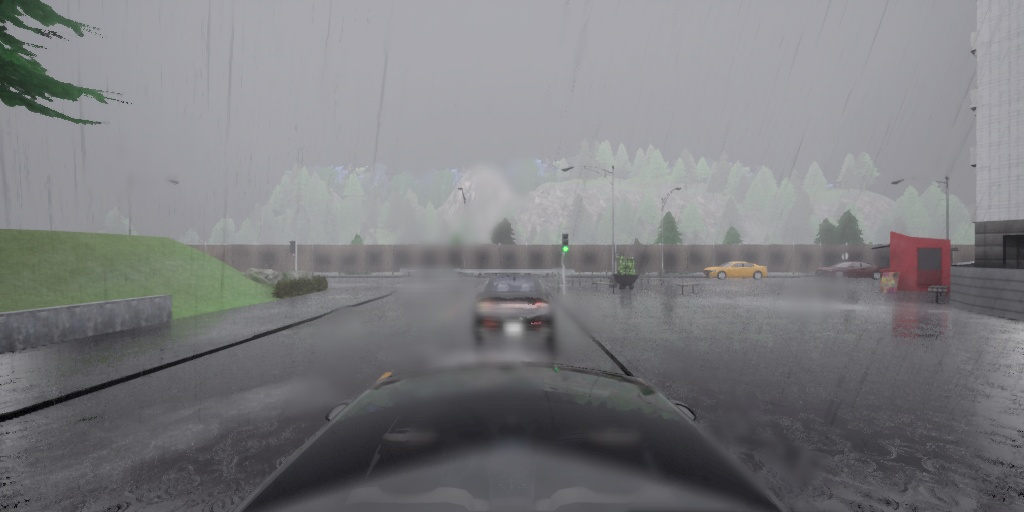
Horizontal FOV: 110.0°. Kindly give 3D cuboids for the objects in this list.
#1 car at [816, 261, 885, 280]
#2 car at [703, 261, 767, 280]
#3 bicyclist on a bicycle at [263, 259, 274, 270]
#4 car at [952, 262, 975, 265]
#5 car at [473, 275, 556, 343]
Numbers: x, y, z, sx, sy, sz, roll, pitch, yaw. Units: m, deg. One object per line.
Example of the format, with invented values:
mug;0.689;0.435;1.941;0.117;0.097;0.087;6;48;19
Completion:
car;29.394;1.228;31.211;5.008;1.535;1.882;0;0;0
car;19.346;1.228;31.208;5.008;1.535;1.882;0;0;0
bicyclist on a bicycle;-24.032;1.099;35.380;0.582;1.620;1.656;0;0;0
car;39.795;1.255;31.194;4.892;1.490;1.837;0;0;0
car;0.065;1.243;9.708;2.128;1.511;4.902;0;0;0
